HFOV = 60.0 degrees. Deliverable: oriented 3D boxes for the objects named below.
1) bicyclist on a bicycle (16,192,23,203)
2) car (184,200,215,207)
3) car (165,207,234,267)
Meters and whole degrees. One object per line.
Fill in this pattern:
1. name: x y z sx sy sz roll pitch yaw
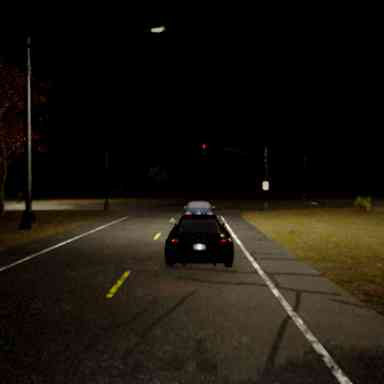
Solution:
1. bicyclist on a bicycle: -25.376 0.841 49.020 0.582 1.620 1.656 0 1 5
2. car: 0.458 1.217 20.916 2.033 1.411 5.357 0 1 2
3. car: 0.225 1.395 10.810 1.994 1.385 4.181 0 1 1
